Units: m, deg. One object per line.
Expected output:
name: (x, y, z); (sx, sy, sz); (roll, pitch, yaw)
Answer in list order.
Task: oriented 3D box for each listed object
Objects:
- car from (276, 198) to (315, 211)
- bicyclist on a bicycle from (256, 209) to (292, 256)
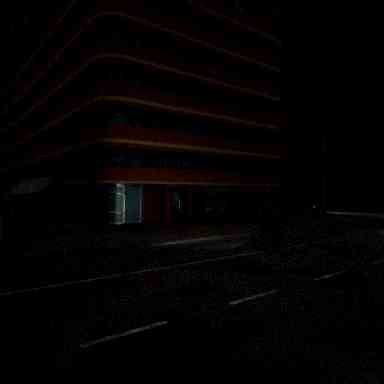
car: (12.509, 1.492, 40.026); (2.128, 1.511, 4.902); (0, 0, -38)
bicyclist on a bicycle: (2.923, 1.455, 12.078); (0.582, 1.620, 1.656); (0, -2, -38)
